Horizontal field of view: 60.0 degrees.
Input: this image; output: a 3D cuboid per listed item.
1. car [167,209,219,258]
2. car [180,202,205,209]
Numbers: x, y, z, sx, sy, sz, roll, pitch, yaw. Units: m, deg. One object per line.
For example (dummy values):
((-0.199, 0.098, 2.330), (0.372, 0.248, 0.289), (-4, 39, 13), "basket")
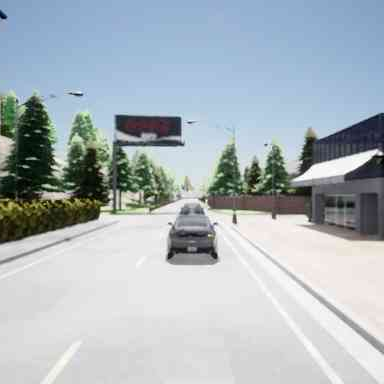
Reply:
((0.026, 1.656, 13.491), (1.837, 1.490, 4.892), (0, 0, 0), "car")
((0.036, 1.677, 28.419), (2.097, 1.767, 4.553), (0, -1, 0), "car")
